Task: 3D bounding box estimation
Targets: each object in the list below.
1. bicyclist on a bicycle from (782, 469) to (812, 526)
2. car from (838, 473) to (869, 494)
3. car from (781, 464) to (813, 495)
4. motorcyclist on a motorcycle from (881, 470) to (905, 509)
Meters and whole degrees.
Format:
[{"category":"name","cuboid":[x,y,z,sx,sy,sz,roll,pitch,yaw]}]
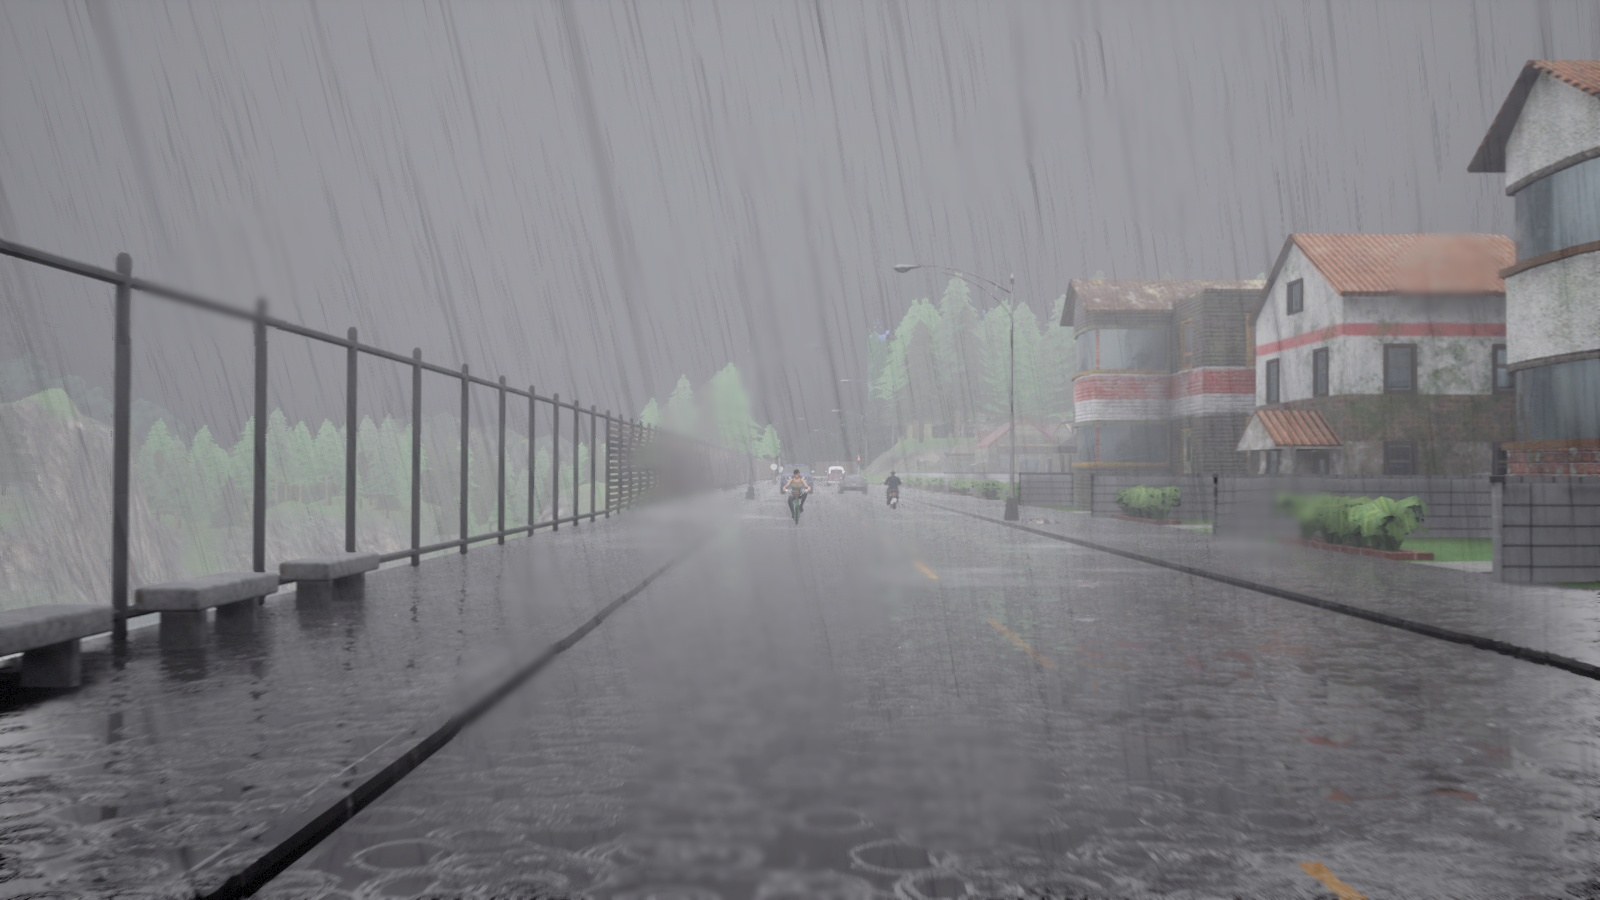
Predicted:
[{"category":"bicyclist on a bicycle","cuboid":[-0.084,1.360,36.359,0.866,1.612,1.509,0,-1,0]},{"category":"car","cuboid":[3.785,2.352,88.909,1.994,1.385,4.181,0,-1,0]},{"category":"car","cuboid":[-0.208,1.964,85.387,2.150,2.045,5.566,0,-1,0]},{"category":"motorcyclist on a motorcycle","cuboid":[3.873,1.629,52.378,0.866,1.590,1.817,0,-1,0]}]
